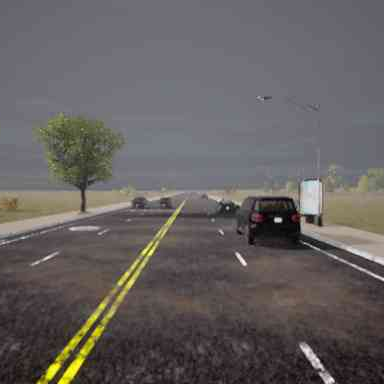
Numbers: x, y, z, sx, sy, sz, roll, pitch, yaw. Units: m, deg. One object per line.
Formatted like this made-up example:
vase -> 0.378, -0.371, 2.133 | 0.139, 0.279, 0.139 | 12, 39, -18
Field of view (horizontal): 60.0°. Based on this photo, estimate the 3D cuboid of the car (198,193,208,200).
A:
car -> 3.244, 1.274, 86.170 | 1.837, 1.490, 4.892 | 0, 0, 0

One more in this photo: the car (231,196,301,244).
car -> 3.350, 1.184, 15.601 | 2.150, 2.045, 5.566 | 0, 0, 0

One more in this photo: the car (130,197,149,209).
car -> -6.589, 1.399, 42.288 | 1.837, 1.490, 4.892 | 0, 0, 0

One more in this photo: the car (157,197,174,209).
car -> -3.339, 1.399, 42.287 | 1.837, 1.490, 4.892 | 0, 0, 0

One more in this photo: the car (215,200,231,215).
car -> 3.347, 1.483, 33.179 | 1.994, 1.385, 4.181 | 0, 0, 0
